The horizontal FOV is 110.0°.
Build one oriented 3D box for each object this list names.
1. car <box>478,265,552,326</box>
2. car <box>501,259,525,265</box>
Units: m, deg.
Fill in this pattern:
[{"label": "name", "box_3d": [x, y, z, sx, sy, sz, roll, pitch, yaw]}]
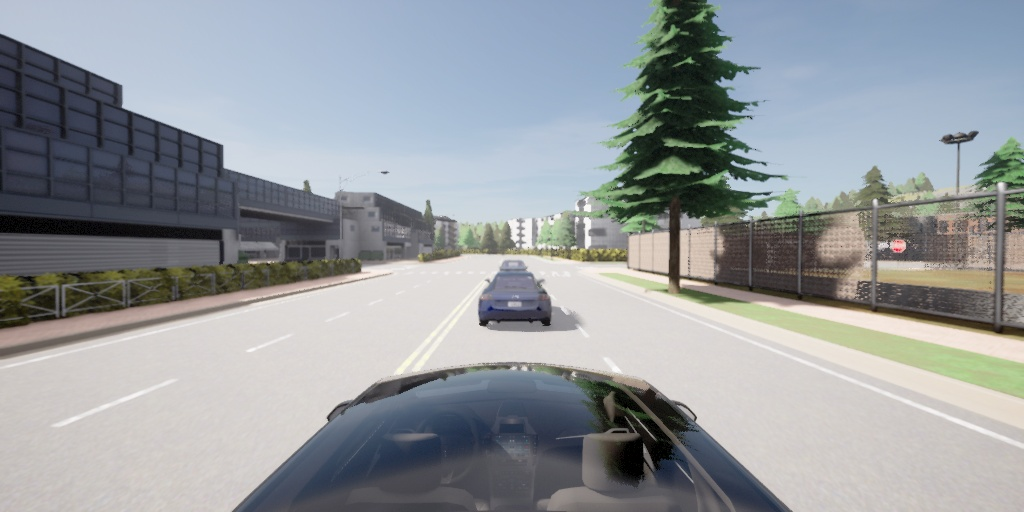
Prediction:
[{"label": "car", "box_3d": [0.084, 1.140, 10.968, 1.994, 1.385, 4.181, 0, 1, 0]}, {"label": "car", "box_3d": [0.081, 0.913, 22.254, 2.033, 1.411, 5.357, 0, 1, 0]}]
